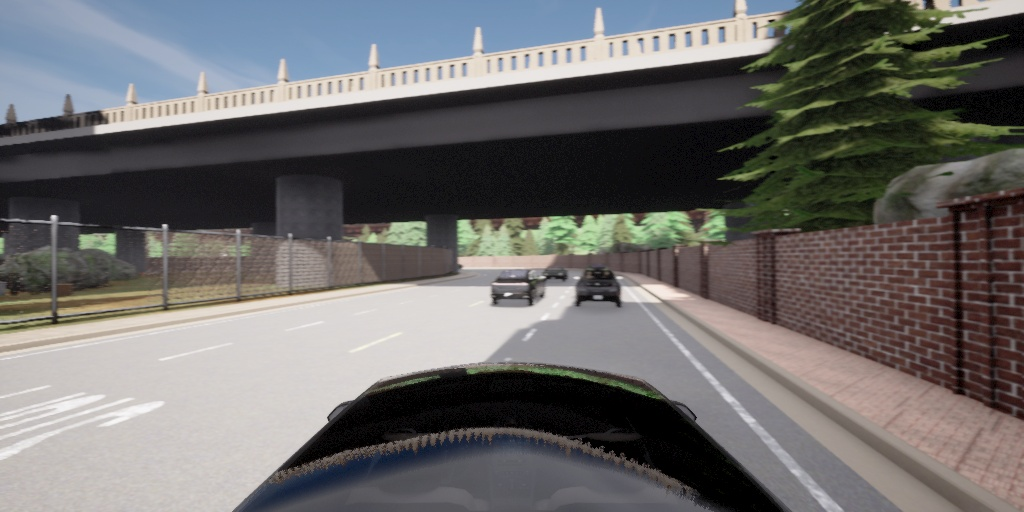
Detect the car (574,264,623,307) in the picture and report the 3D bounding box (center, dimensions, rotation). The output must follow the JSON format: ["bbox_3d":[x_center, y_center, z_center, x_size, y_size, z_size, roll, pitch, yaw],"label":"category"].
[{"bbox_3d":[3.814,1.313,15.917,1.837,1.490,4.892,-1,0,13],"label":"car"}]

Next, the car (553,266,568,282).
[{"bbox_3d":[3.821,1.518,31.124,1.895,1.301,4.718,-1,0,13],"label":"car"}]

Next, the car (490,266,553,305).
[{"bbox_3d":[0.407,1.348,16.719,2.128,1.511,4.902,-1,0,14],"label":"car"}]
